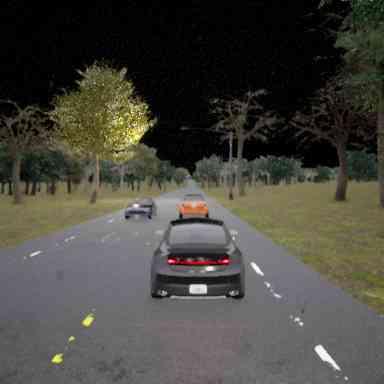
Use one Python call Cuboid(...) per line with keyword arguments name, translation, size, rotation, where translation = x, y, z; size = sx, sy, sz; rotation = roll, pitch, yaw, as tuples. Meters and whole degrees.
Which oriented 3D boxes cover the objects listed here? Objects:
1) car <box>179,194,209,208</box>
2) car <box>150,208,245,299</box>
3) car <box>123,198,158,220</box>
Cuboid(name="car", translation=(0.149, 0.921, 25.038), size=(2.097, 1.767, 4.553), rotation=(0, 1, 0))
Cuboid(name="car", translation=(0.116, 1.372, 8.105), size=(1.837, 1.490, 4.892), rotation=(0, 1, 0))
Cuboid(name="car", translation=(-3.554, 1.134, 24.094), size=(2.033, 1.411, 5.357), rotation=(0, 1, 0))
